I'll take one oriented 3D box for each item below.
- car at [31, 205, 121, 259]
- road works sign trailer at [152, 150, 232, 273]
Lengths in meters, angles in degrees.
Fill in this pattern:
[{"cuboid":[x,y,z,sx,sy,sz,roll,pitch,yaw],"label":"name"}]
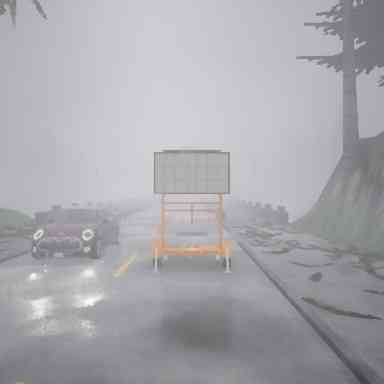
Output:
[{"cuboid":[-4.104,1.352,12.476,2.097,1.767,4.553,0,0,0],"label":"car"},{"cuboid":[-0.004,0.464,10.650,2.380,3.560,2.880,0,0,0],"label":"road works sign trailer"}]
